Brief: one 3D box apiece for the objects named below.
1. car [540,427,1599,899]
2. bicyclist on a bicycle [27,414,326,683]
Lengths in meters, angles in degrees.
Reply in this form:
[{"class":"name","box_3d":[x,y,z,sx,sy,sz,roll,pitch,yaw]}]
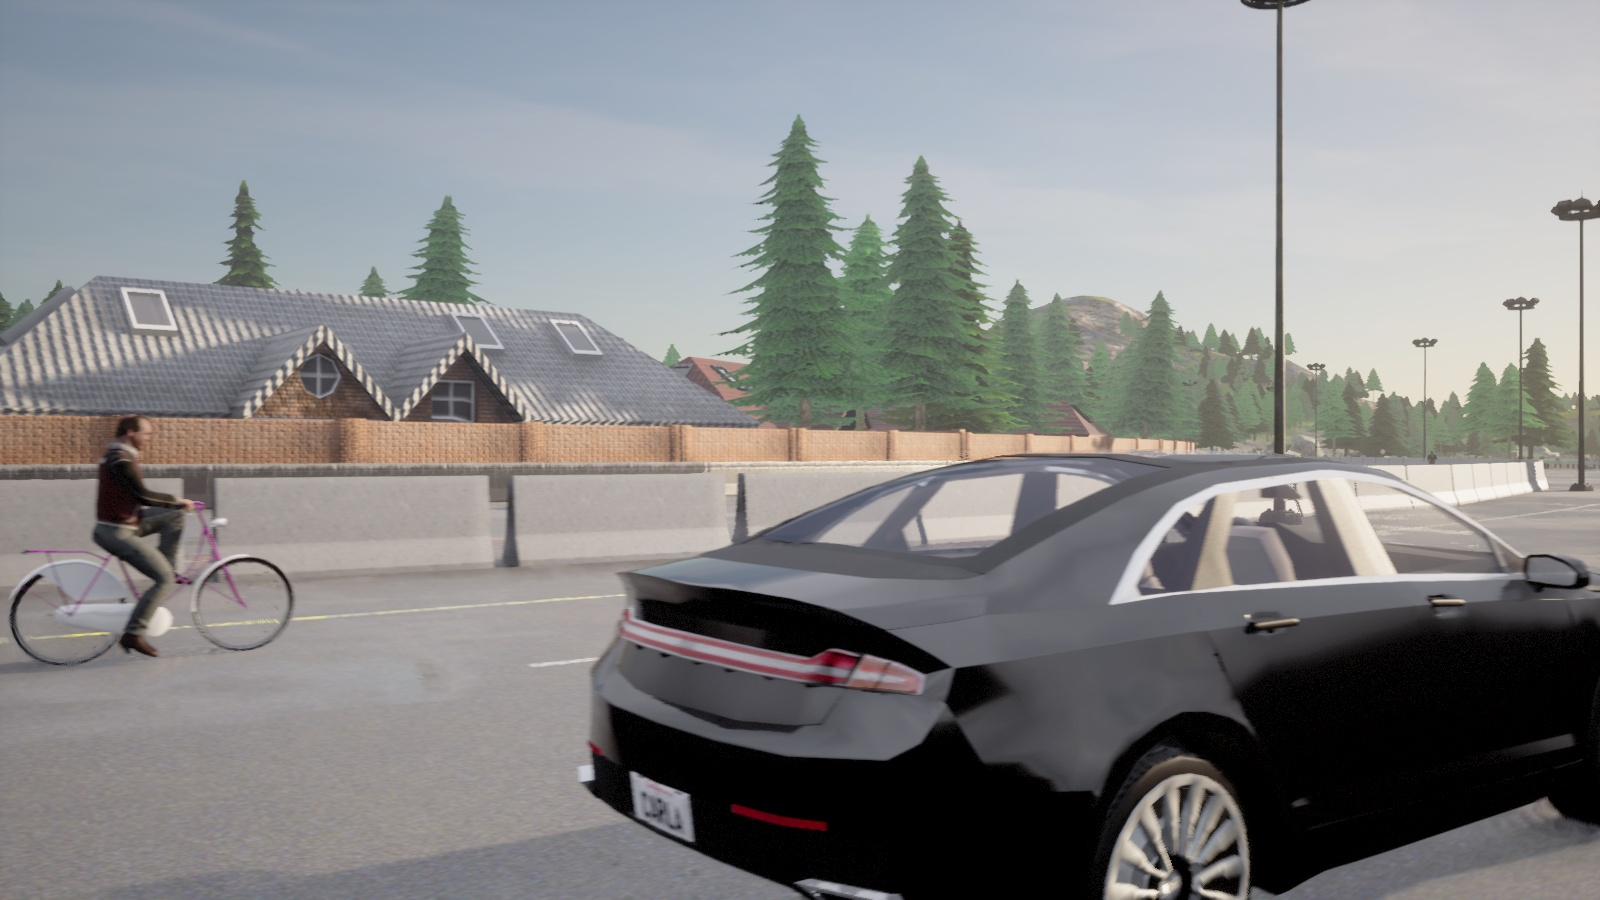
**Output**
[{"class":"car","box_3d":[1.709,0.710,4.921,4.902,1.511,2.128,0,0,-37]},{"class":"bicyclist on a bicycle","box_3d":[-4.481,0.648,9.085,1.843,1.776,0.659,0,0,-36]}]
